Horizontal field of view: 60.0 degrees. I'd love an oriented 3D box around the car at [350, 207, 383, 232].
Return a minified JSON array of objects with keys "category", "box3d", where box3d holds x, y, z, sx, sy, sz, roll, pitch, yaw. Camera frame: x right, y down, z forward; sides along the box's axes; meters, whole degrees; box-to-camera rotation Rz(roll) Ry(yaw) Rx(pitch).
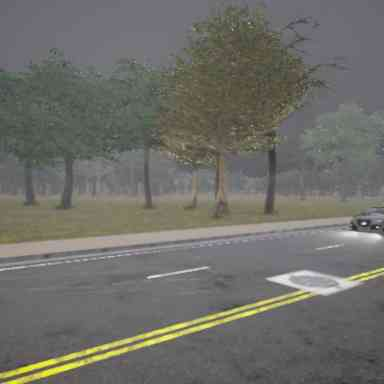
[{"category":"car","box3d":[11.123,1.571,19.507,4.181,1.385,1.994,0,0,-35]}]
